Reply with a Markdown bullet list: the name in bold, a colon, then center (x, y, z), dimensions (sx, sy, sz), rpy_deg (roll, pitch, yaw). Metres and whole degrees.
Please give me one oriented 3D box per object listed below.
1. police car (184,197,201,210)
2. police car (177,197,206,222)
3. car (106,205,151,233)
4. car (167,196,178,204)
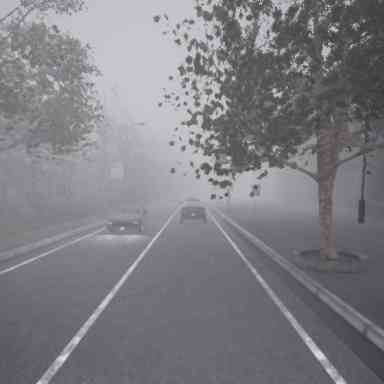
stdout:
- **police car**: center (0.084, 1.420, 43.157), dimensions (2.038, 1.542, 4.974), rpy_deg (0, 0, 0)
- **police car**: center (0.091, 1.375, 25.645), dimensions (1.930, 1.638, 5.238), rpy_deg (0, 0, 0)
- **car**: center (-3.607, 1.509, 19.855), dimensions (2.033, 1.411, 5.357), rpy_deg (0, 0, 0)
- **car**: center (-3.292, 1.411, 60.257), dimensions (2.033, 1.411, 5.357), rpy_deg (0, 0, 3)
